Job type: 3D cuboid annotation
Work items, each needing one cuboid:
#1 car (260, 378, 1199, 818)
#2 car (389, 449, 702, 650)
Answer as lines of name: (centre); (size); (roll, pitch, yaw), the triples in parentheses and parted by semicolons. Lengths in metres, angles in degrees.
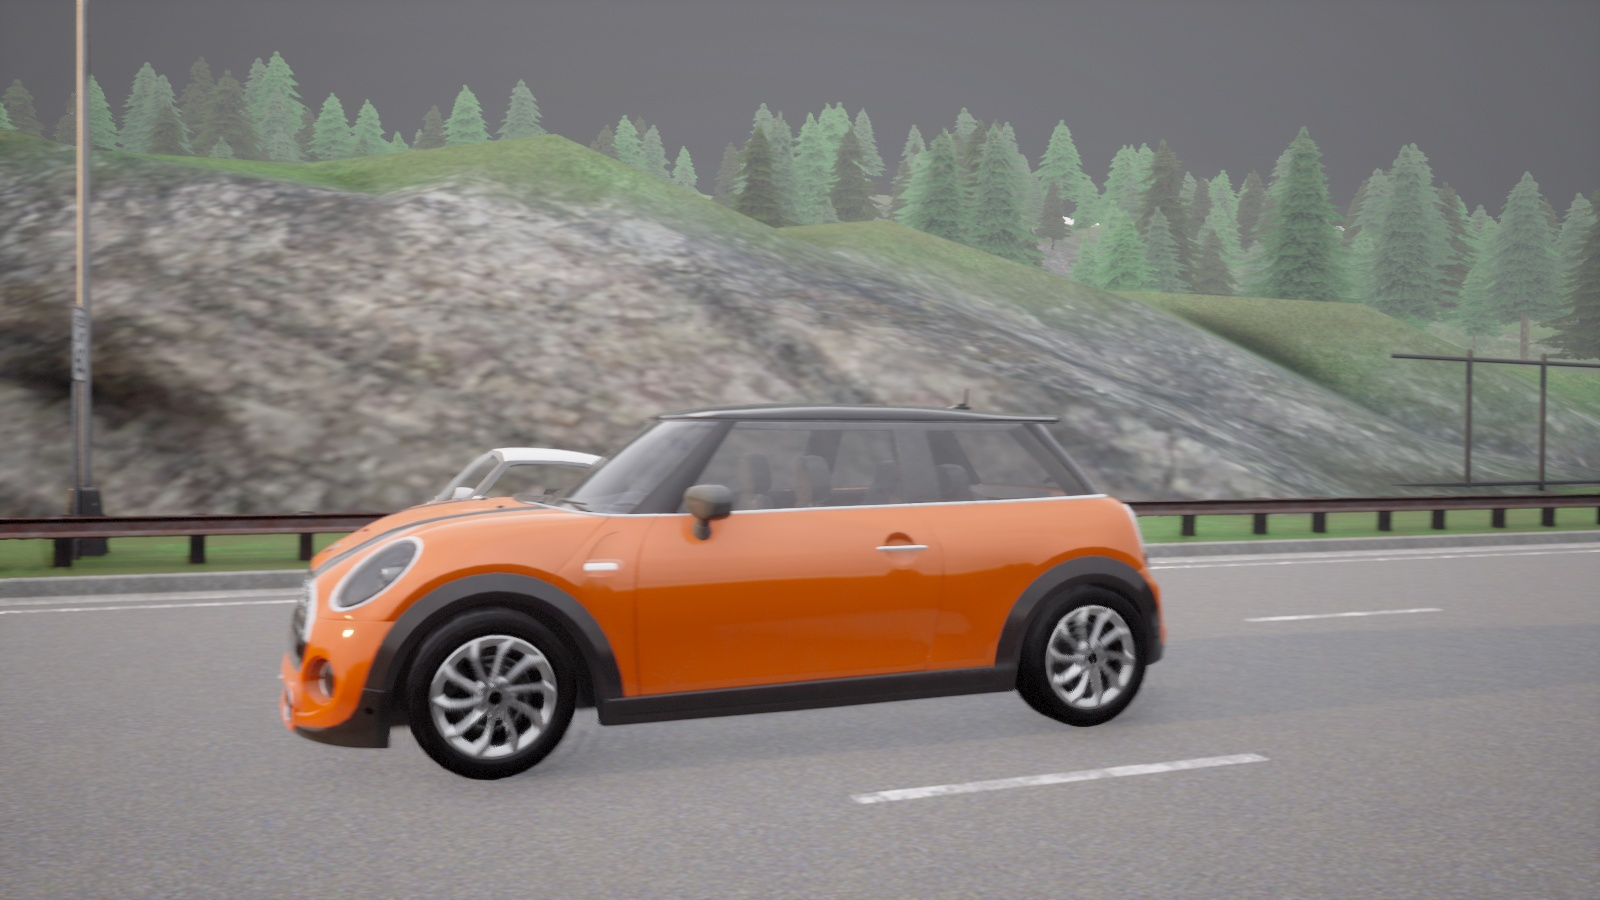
car: (-0.392, 0.540, 6.831); (4.553, 1.767, 2.097); (-1, 1, -21)
car: (-2.050, 0.706, 9.948); (2.207, 1.376, 1.481); (-1, 1, -21)
